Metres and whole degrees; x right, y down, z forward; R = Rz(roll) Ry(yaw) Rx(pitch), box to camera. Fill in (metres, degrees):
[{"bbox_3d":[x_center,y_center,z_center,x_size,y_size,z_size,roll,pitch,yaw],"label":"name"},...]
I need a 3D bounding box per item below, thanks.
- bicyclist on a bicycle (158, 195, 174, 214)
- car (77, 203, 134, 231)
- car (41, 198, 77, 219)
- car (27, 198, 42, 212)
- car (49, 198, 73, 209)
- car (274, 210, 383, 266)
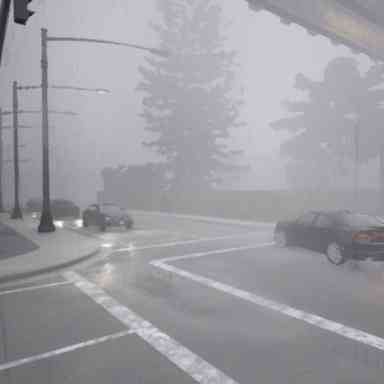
[{"bbox_3d":[-2.277,1.109,28.975,1.656,1.620,0.582,-1,1,-35],"label":"bicyclist on a bicycle"},{"bbox_3d":[-5.227,1.429,20.220,1.812,1.442,4.674,-1,1,-36],"label":"car"},{"bbox_3d":[-11.170,1.381,28.605,1.882,1.535,5.008,-1,1,-35],"label":"car"},{"bbox_3d":[-17.145,1.408,37.107,1.837,1.490,4.892,-1,1,-35],"label":"car"},{"bbox_3d":[-17.214,1.456,43.563,1.895,1.301,4.718,-1,1,-34],"label":"car"},{"bbox_3d":[4.655,1.344,11.287,1.882,1.535,5.008,0,0,-15],"label":"car"}]
